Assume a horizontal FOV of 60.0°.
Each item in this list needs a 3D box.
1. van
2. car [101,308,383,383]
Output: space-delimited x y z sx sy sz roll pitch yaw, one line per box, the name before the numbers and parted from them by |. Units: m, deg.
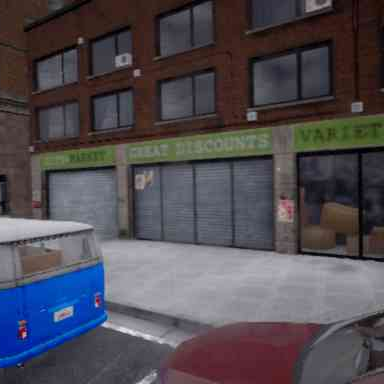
van | -3.171 1.303 5.137 3.998 1.788 1.690 -1 2 32
car | 1.619 1.484 2.116 4.206 1.307 1.802 -1 2 32
